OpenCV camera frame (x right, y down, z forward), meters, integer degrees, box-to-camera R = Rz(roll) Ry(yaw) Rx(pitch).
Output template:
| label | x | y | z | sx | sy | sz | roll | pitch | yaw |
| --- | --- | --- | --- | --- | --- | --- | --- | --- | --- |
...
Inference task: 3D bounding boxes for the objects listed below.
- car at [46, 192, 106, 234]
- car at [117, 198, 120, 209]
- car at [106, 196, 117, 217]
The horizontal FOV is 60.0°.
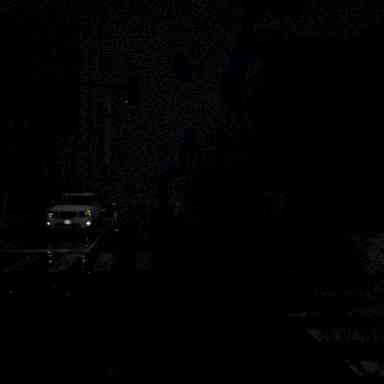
| label | x | y | z | sx | sy | sz | roll | pitch | yaw |
| --- | --- | --- | --- | --- | --- | --- | --- | --- | --- |
| car | -6.260 | 1.038 | 18.310 | 2.150 | 2.045 | 5.566 | 1 | 0 | -9 |
| car | -9.721 | 1.259 | 39.791 | 1.837 | 1.490 | 4.892 | 1 | 0 | -9 |
| car | -7.932 | 1.317 | 28.651 | 2.033 | 1.411 | 5.357 | 1 | 0 | -9 |
